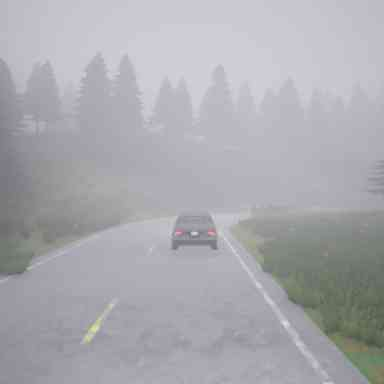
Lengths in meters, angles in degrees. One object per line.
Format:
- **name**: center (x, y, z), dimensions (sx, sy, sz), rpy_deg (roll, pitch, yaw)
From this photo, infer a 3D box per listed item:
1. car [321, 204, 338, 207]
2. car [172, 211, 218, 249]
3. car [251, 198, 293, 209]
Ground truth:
- **car**: center (15.768, 2.014, 39.046), dimensions (4.718, 1.301, 1.895), rpy_deg (2, -1, -7)
- **car**: center (0.136, 1.556, 14.584), dimensions (2.033, 1.411, 5.357), rpy_deg (0, 0, 1)
- **car**: center (7.817, 1.370, 32.048), dimensions (4.553, 1.767, 2.097), rpy_deg (0, 0, -37)
